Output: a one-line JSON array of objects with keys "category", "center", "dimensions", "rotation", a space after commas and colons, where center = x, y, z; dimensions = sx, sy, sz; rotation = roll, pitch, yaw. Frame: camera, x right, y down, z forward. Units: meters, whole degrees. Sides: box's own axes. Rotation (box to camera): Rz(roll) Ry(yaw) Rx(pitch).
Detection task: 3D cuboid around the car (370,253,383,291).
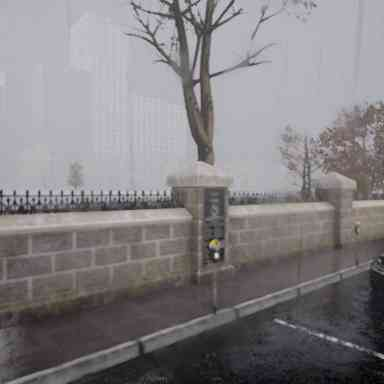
[{"category": "car", "center": [5.874, 1.565, 7.935], "dimensions": [4.313, 1.339, 1.947], "rotation": [0, 0, -41]}]
